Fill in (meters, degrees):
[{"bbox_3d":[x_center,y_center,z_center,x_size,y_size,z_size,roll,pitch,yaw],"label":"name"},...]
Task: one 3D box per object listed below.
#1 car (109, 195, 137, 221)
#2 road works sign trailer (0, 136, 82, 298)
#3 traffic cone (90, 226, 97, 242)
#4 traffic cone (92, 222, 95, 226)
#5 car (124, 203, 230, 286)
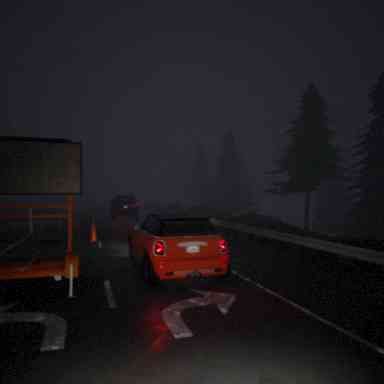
[{"bbox_3d":[-5.794,1.265,28.232,2.150,2.045,5.566,0,0,-14],"label":"car"},{"bbox_3d":[-3.953,0.468,8.199,2.380,3.560,2.880,0,0,-17],"label":"road works sign trailer"},{"bbox_3d":[-4.533,1.973,15.328,0.340,0.580,0.340,0,0,-17],"label":"traffic cone"},{"bbox_3d":[-5.104,1.976,17.245,0.340,0.580,0.340,0,0,-17],"label":"traffic cone"},{"bbox_3d":[-0.617,1.374,9.868,2.097,1.767,4.553,0,0,-18],"label":"car"}]
